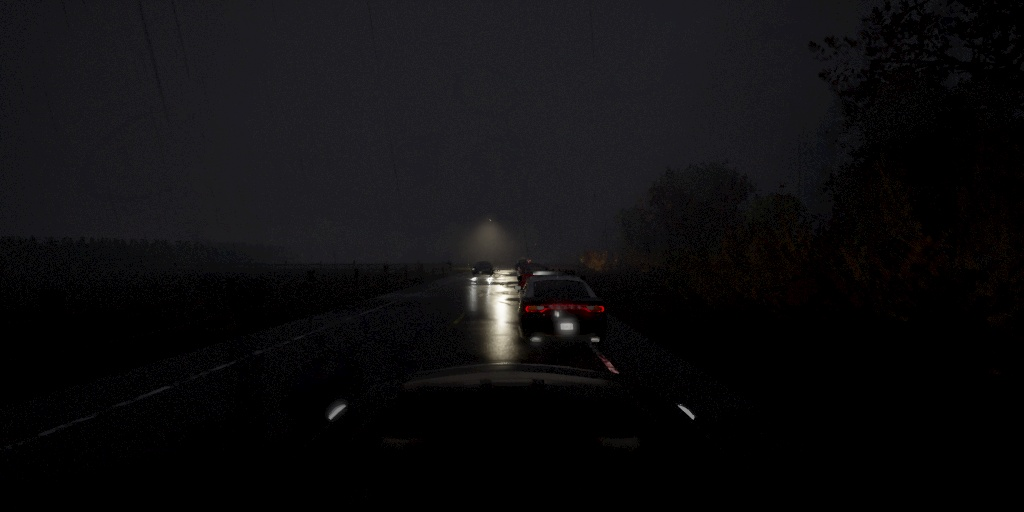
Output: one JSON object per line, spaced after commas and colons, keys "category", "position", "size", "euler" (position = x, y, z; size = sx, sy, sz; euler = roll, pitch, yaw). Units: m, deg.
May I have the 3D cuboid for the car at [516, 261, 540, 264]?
{"category": "car", "position": [1.270, 1.222, 19.452], "size": [1.882, 1.535, 5.008], "euler": [0, 0, 1]}

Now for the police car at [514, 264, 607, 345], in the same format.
{"category": "police car", "position": [1.101, 1.173, 9.597], "size": [1.930, 1.638, 5.238], "euler": [0, 0, 1]}

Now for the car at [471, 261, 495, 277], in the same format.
{"category": "car", "position": [-2.835, 1.258, 35.767], "size": [1.812, 1.442, 4.674], "euler": [0, 0, 2]}

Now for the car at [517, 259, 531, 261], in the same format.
{"category": "car", "position": [1.428, 1.218, 25.431], "size": [1.882, 1.535, 5.008], "euler": [0, 0, 2]}

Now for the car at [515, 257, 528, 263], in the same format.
{"category": "car", "position": [1.458, 1.227, 49.185], "size": [1.837, 1.490, 4.892], "euler": [0, 0, 4]}
